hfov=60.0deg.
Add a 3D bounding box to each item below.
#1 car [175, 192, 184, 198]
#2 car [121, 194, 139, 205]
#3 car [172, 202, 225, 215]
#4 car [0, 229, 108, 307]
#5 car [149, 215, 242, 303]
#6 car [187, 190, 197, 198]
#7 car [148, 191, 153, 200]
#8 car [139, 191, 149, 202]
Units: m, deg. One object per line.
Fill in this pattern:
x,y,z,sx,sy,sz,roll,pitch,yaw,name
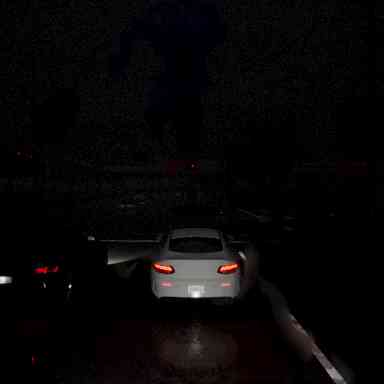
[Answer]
-3.536,0.880,87.181,1.812,1.442,4.674,0,1,0,car
-10.611,1.428,55.691,1.994,1.385,4.181,0,1,0,car
0.589,1.584,30.859,4.718,1.301,1.895,0,0,24,car
-3.422,1.564,8.032,1.994,1.385,4.181,0,0,0,car
0.077,1.525,8.079,1.812,1.442,4.674,0,0,0,car
-0.036,0.596,86.440,2.150,2.045,5.566,0,1,0,car
-10.533,0.748,78.927,2.150,2.045,5.566,0,1,0,car
-10.536,1.189,68.035,1.882,1.535,5.008,0,1,0,car
